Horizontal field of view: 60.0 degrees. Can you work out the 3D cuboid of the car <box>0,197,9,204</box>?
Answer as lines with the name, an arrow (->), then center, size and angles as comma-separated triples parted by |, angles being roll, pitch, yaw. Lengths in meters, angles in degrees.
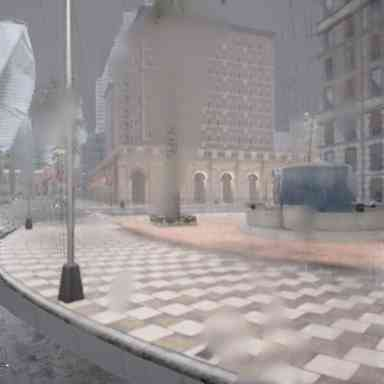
car -> -44.582, 2.185, 78.754 | 1.837, 1.490, 4.892 | 0, 0, -20
